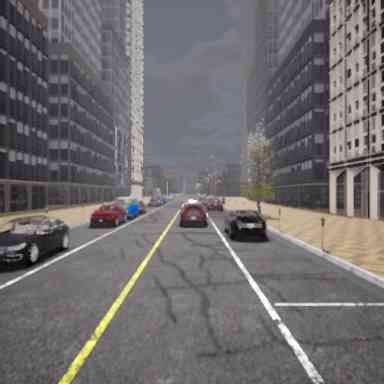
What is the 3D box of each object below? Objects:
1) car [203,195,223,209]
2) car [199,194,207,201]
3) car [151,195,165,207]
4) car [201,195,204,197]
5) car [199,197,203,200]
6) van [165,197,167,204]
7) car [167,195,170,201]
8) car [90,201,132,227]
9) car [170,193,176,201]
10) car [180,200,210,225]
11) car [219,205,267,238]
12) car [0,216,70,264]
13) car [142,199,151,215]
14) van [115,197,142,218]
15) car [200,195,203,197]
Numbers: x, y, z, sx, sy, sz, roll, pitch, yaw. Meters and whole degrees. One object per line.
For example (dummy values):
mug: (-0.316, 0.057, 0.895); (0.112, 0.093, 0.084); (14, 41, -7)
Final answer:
car: (2.700, 1.438, 40.080); (1.967, 1.590, 4.097); (0, 0, 0)
car: (2.706, 1.415, 85.616); (1.967, 1.590, 4.097); (0, 0, 0)
car: (-5.679, 1.433, 51.480); (1.967, 1.590, 4.097); (0, 0, 0)
car: (2.701, 1.575, 51.465); (1.802, 1.307, 4.206); (0, 0, 0)
car: (0.106, 1.598, 41.665); (1.895, 1.301, 4.718); (0, 0, 0)
van: (-5.678, 1.332, 57.173); (1.690, 1.788, 3.998); (0, 0, 0)
car: (-5.678, 1.554, 62.866); (1.947, 1.339, 4.313); (0, 0, 0)
car: (-5.684, 1.546, 23.020); (1.887, 1.381, 4.507); (0, 0, 0)
car: (-5.675, 1.500, 85.463); (1.752, 1.417, 4.829); (0, 0, 0)
car: (0.103, 1.527, 23.783); (1.812, 1.442, 4.674); (0, 0, 0)
car: (2.696, 1.567, 17.314); (1.947, 1.339, 4.313); (0, 0, 0)
car: (-5.686, 1.552, 11.635); (2.008, 1.369, 4.403); (0, 0, 0)
car: (-5.682, 1.581, 34.405); (1.802, 1.307, 4.206); (0, 0, 0)
van: (-5.682, 1.341, 28.712); (1.690, 1.788, 3.998); (0, 0, 0)
car: (2.702, 1.516, 57.327); (1.752, 1.417, 4.829); (0, 0, 0)
